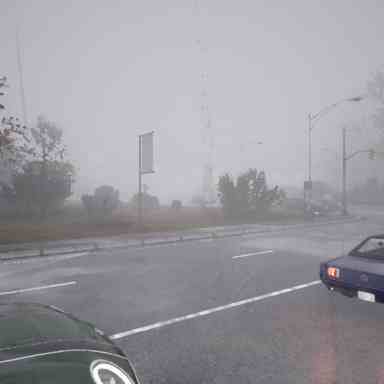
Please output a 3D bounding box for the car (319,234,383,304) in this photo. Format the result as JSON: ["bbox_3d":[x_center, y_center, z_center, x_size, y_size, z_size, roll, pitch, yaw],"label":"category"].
[{"bbox_3d":[4.942,1.573,7.254,4.718,1.301,1.895,0,0,-35],"label":"car"}]

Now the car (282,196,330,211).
[{"bbox_3d":[11.740,1.291,35.726,1.837,1.490,4.892,-1,0,-38],"label":"car"}]

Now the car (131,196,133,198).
[{"bbox_3d":[-10.115,1.313,63.267,1.837,1.490,4.892,-1,0,-38],"label":"car"}]

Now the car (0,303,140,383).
[{"bbox_3d":[-2.531,1.352,1.918,4.553,1.767,2.097,0,0,-36],"label":"car"}]

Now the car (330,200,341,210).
[{"bbox_3d":[14.461,1.247,37.959,2.128,1.511,4.902,-1,0,-39],"label":"car"}]

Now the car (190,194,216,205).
[{"bbox_3d":[1.757,1.117,53.866,2.097,1.767,4.553,-1,0,-38],"label":"car"}]
